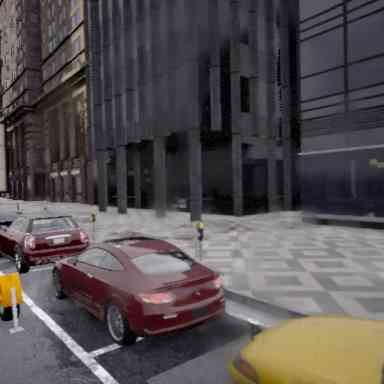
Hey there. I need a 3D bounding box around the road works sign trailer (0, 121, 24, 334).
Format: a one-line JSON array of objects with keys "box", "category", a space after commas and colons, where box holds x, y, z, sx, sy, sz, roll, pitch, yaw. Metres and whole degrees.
[{"box": [-4.466, 0.452, 5.649, 2.380, 3.560, 2.880, -2, 1, -39], "category": "road works sign trailer"}]

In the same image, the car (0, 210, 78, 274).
[{"box": [-4.820, 1.342, 10.467, 1.967, 1.590, 4.097, -2, 2, -39], "category": "car"}]

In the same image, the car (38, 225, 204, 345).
[{"box": [-1.206, 1.480, 6.088, 1.802, 1.307, 4.206, -2, 2, -39], "category": "car"}]

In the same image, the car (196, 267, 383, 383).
[{"box": [2.295, 1.420, 1.837, 1.752, 1.417, 4.829, -2, 2, -39], "category": "car"}]
